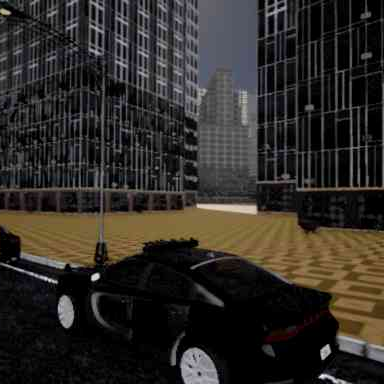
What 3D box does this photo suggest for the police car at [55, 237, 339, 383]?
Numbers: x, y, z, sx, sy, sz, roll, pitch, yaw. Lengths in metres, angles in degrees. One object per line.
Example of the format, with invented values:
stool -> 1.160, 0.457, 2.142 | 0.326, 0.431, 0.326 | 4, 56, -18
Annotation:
police car -> -0.450, 1.586, 5.412 | 5.238, 1.638, 1.930 | -1, -2, 42

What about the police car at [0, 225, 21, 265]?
police car -> -8.095, 1.726, 12.101 | 5.238, 1.638, 1.930 | -1, -2, 40
